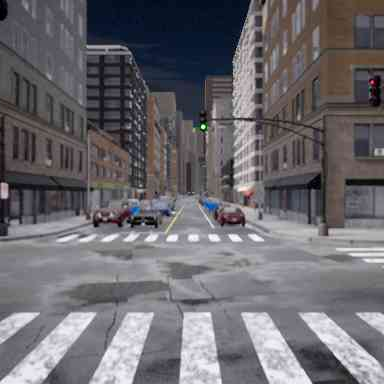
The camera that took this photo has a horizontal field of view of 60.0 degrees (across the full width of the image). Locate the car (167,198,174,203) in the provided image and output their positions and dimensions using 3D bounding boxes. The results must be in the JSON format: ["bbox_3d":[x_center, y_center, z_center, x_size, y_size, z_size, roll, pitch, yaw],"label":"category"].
[{"bbox_3d":[-5.833,2.255,90.340,1.802,1.307,4.206,0,0,0],"label":"car"}]

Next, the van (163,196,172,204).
[{"bbox_3d":[-5.814,1.930,79.339,1.690,1.788,3.998,0,0,0],"label":"van"}]

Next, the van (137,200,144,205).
[{"bbox_3d":[-5.723,1.561,29.828,1.690,1.788,3.998,0,0,0],"label":"van"}]

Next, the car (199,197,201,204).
[{"bbox_3d":[2.743,2.046,62.849,1.802,1.307,4.206,0,0,0],"label":"car"}]

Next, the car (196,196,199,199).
[{"bbox_3d":[2.712,1.904,79.354,2.192,1.841,5.009,0,0,0],"label":"car"}]

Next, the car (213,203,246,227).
[{"bbox_3d":[2.813,1.724,24.341,1.887,1.381,4.507,0,0,0],"label":"car"}]

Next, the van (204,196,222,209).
[{"bbox_3d":[2.782,1.643,40.846,1.690,1.788,3.998,0,0,0],"label":"van"}]

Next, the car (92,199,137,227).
[{"bbox_3d":[-5.713,1.494,24.327,2.192,1.841,5.009,0,0,0],"label":"car"}]

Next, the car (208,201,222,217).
[{"bbox_3d":[2.803,1.786,29.842,1.947,1.339,4.313,0,0,0],"label":"car"}]

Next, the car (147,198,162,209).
[{"bbox_3d":[-5.763,1.823,51.832,1.967,1.590,4.097,0,0,0],"label":"car"}]

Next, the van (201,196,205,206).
[{"bbox_3d":[2.762,1.724,51.848,1.690,1.788,3.998,0,0,0],"label":"van"}]

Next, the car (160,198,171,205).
[{"bbox_3d":[-5.803,2.098,73.836,2.008,1.369,4.403,0,0,0],"label":"car"}]

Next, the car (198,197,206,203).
[{"bbox_3d":[2.692,2.113,90.356,1.967,1.590,4.097,0,0,0],"label":"car"}]

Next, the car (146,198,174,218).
[{"bbox_3d":[-3.153,1.729,34.018,1.882,1.535,5.008,0,0,0],"label":"car"}]

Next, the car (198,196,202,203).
[{"bbox_3d":[2.723,2.129,73.851,1.802,1.307,4.206,0,0,0],"label":"car"}]

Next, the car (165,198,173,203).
[{"bbox_3d":[-5.823,2.197,84.838,1.947,1.339,4.313,0,0,0],"label":"car"}]

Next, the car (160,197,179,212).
[{"bbox_3d":[-3.171,1.837,44.878,1.837,1.490,4.892,0,-1,0],"label":"car"}]

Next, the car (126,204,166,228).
[{"bbox_3d":[-3.140,1.775,23.593,1.895,1.301,4.718,0,0,0],"label":"car"}]

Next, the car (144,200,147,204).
[{"bbox_3d":[-5.743,1.742,40.830,1.967,1.590,4.097,0,0,0],"label":"car"}]
